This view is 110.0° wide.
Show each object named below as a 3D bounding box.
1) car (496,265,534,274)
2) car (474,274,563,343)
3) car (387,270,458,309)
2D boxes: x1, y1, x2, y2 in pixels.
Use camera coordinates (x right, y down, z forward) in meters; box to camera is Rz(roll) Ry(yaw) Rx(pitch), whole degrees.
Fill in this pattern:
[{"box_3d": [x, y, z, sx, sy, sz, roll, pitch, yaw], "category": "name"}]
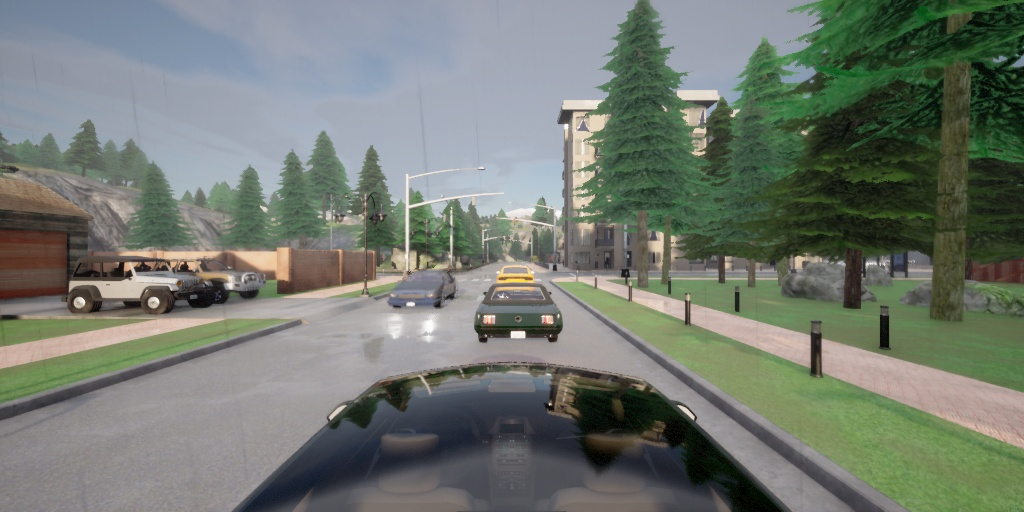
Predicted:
[{"box_3d": [0.180, 1.228, 19.017, 1.882, 1.535, 5.008, 0, 0, 0], "category": "car"}, {"box_3d": [0.148, 1.351, 9.677, 1.895, 1.301, 4.718, 0, 0, 0], "category": "car"}, {"box_3d": [-3.502, 1.297, 15.178, 2.033, 1.411, 5.357, 0, 0, 1], "category": "car"}]
